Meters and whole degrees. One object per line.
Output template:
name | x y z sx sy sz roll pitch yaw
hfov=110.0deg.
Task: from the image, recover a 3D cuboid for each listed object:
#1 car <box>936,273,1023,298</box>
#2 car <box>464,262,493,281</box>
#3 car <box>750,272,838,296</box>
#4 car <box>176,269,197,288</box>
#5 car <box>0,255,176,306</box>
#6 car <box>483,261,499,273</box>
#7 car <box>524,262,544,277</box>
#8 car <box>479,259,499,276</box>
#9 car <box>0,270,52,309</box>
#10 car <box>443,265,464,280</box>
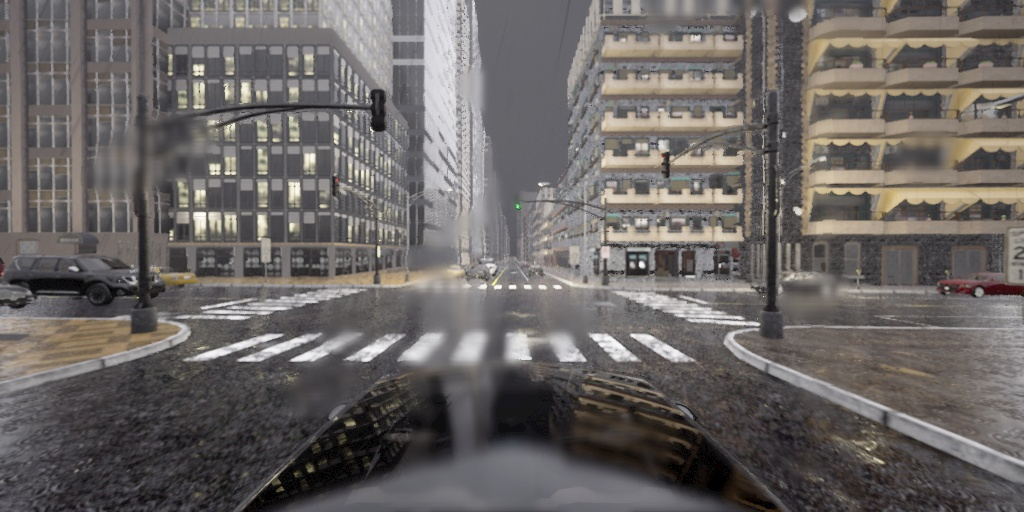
car | 27.384 1.648 20.699 4.507 1.381 1.888 0 0 1
car | -3.079 1.558 33.730 1.837 1.490 4.892 0 -1 0
car | 16.318 1.563 20.861 4.403 1.370 2.007 0 0 1
car | -21.657 1.221 21.382 4.829 1.417 1.751 0 0 1
car | -18.476 0.983 15.575 5.566 2.045 2.150 0 0 1
car | -3.061 1.594 53.573 2.097 1.767 4.553 0 -1 0
car | 2.710 1.676 41.338 2.007 1.370 4.403 0 0 0
car | -3.075 1.367 43.432 2.150 2.045 5.566 0 -1 0
car | -20.281 1.314 13.046 4.403 1.370 2.007 0 0 1
car | -5.674 1.597 35.519 1.751 1.417 4.829 0 0 0
